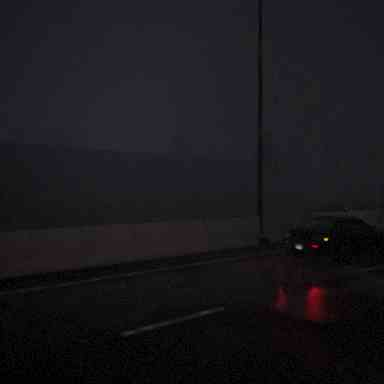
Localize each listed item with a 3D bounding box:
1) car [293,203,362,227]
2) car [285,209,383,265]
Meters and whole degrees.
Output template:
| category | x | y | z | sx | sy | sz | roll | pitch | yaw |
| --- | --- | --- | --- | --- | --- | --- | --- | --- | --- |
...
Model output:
| category | x | y | z | sx | sy | sz | roll | pitch | yaw |
| --- | --- | --- | --- | --- | --- | --- | --- | --- | --- |
| car | 9.800 | 1.569 | 23.867 | 5.357 | 1.411 | 2.033 | 0 | 0 | -35 |
| car | 5.237 | 1.537 | 11.777 | 4.674 | 1.442 | 1.812 | 0 | 0 | -35 |
